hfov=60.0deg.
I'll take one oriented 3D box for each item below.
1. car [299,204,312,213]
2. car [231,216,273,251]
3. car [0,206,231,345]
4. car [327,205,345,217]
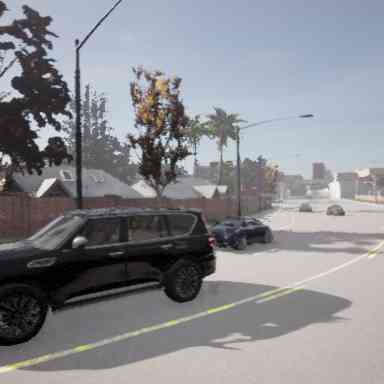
[{"bbox_3d":[18.735,2.687,55.039,1.812,1.442,4.674,-1,-1,18],"label":"car"},{"bbox_3d":[2.153,1.873,15.866,1.994,1.385,4.181,-1,-2,40],"label":"car"},{"bbox_3d":[-1.961,1.346,7.000,5.566,2.045,2.150,1,-1,-39],"label":"car"},{"bbox_3d":[18.749,2.408,43.445,1.812,1.442,4.674,-1,-2,18],"label":"car"}]
